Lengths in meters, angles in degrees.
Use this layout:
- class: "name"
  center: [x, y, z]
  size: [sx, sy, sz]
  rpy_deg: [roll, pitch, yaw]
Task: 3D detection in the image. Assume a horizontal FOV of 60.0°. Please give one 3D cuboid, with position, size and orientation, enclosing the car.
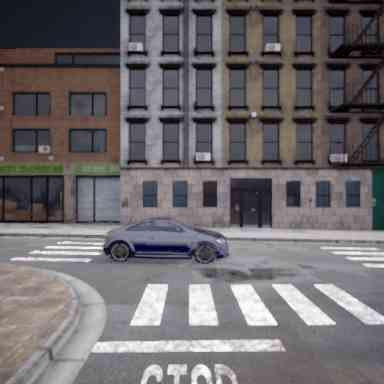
- class: "car"
  center: [-0.854, 1.567, 11.324]
  size: [4.181, 1.385, 1.994]
  rpy_deg: [1, 0, 0]
